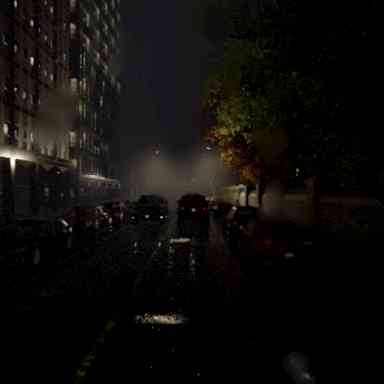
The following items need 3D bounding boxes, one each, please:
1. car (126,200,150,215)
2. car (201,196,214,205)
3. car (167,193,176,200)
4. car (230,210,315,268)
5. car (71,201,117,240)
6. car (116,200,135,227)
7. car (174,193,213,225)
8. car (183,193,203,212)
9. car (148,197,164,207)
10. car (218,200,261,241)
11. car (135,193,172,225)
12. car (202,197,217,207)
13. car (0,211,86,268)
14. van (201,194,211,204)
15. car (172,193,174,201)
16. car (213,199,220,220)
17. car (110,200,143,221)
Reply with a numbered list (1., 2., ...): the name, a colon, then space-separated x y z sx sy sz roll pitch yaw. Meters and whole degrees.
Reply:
1. car: -5.305 1.516 33.169 1.802 1.307 4.206 0 0 0
2. car: 2.582 1.429 55.344 1.887 1.381 4.507 0 0 0
3. car: -5.359 1.113 88.615 2.192 1.841 5.009 0 0 0
4. car: 2.569 1.524 10.982 1.887 1.381 4.507 0 0 0
5. car: -5.310 1.409 16.534 1.967 1.590 4.097 0 0 0
6. car: -5.308 1.398 22.079 1.967 1.590 4.097 0 0 0
7. car: 0.091 1.180 23.559 2.150 2.045 5.566 0 1 0
8. car: 0.094 1.145 39.190 2.150 2.045 5.566 0 0 0
9. car: -5.300 1.442 49.803 1.887 1.381 4.507 0 0 0
10. car: 2.571 1.409 16.526 1.967 1.590 4.097 0 0 0
11. car: -2.844 1.176 23.757 2.150 2.045 5.566 0 0 0
12. car: 2.580 1.448 49.798 2.008 1.369 4.403 0 0 0
13. car: -5.312 1.530 10.989 2.008 1.369 4.403 0 0 0
14. van: 2.583 1.213 60.889 1.690 1.788 3.998 0 0 0
15. car: -5.292 1.269 77.528 1.967 1.590 4.097 0 0 0
16. car: 2.574 1.512 27.617 1.947 1.339 4.313 0 0 0
17. car: -5.307 1.472 27.453 1.752 1.417 4.829 0 0 0
